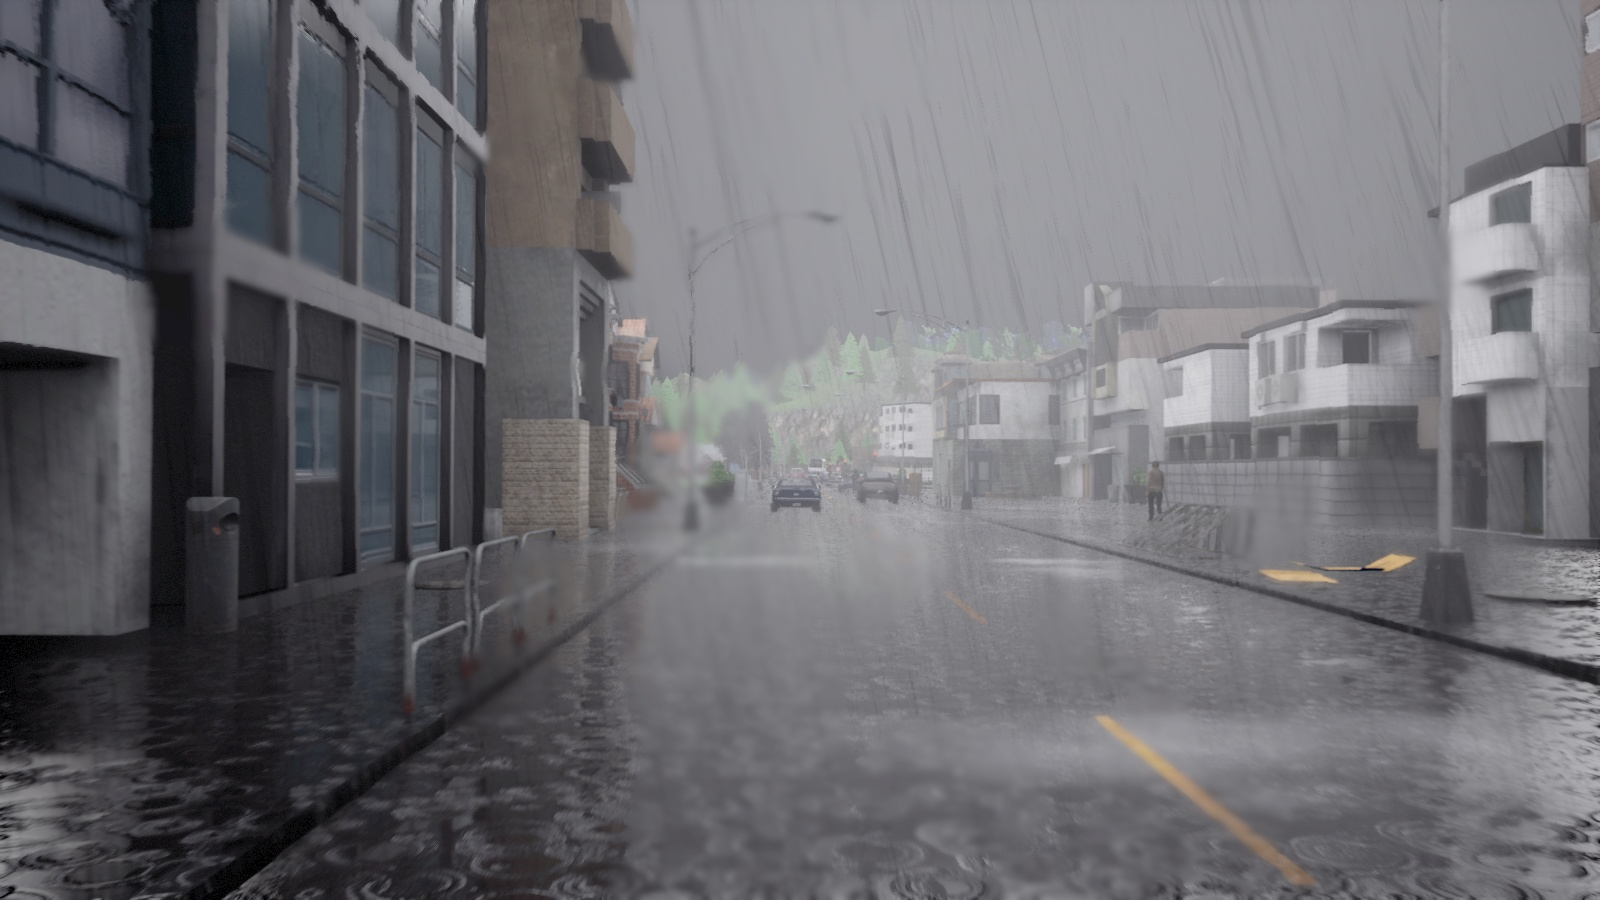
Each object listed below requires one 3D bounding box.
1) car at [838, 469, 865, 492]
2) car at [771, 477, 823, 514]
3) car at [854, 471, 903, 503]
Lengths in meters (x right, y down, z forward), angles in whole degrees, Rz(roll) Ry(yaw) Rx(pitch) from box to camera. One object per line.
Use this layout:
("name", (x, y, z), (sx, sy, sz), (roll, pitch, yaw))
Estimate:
("car", (3.764, 2.244, 92.341), (1.851, 1.617, 3.988), (0, -1, 0))
("car", (-0.118, 1.724, 48.314), (1.895, 1.301, 4.718), (0, -1, 0))
("car", (3.847, 1.797, 62.227), (2.128, 1.511, 4.902), (0, -1, 0))
